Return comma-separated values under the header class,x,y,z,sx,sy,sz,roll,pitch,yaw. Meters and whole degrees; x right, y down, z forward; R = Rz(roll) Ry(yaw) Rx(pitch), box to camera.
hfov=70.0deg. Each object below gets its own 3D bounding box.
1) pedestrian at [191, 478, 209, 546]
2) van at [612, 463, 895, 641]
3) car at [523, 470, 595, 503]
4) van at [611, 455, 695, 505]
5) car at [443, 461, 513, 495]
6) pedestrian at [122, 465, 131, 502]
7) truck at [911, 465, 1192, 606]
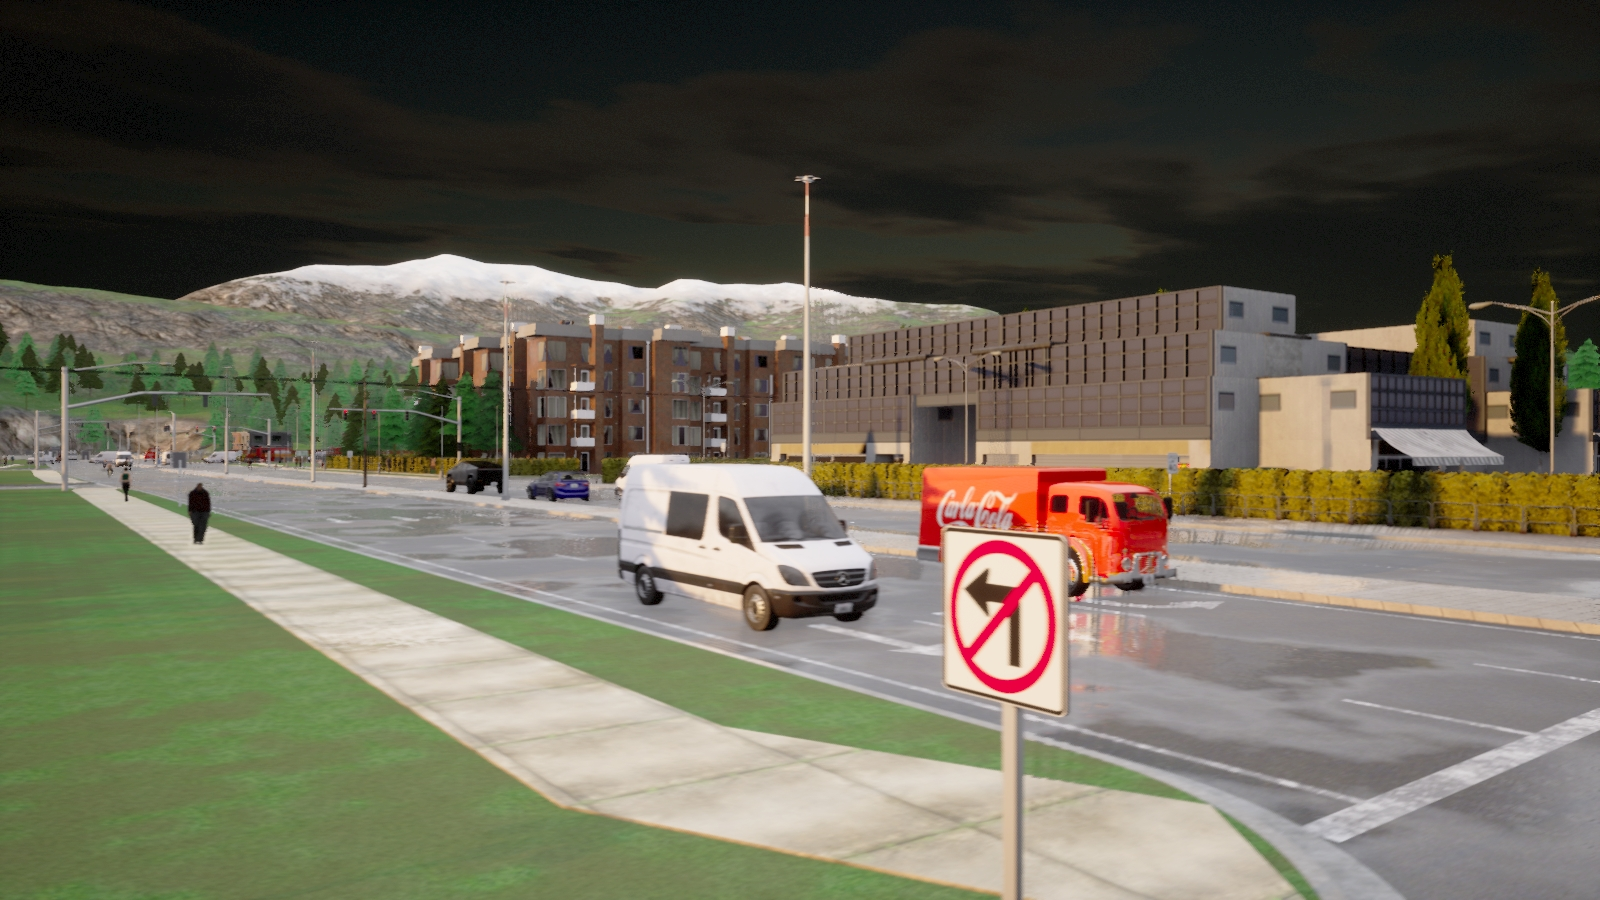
class,x,y,z,sx,sy,sz,roll,pitch,yaw
pedestrian,-16.596,1.698,31.600,0.375,1.860,0.375,0,0,-35
van,-1.033,1.539,19.843,1.988,2.561,5.915,0,0,-36
car,-13.405,1.978,63.365,2.242,1.667,4.611,0,0,-35
van,-8.029,1.545,61.781,1.988,2.561,5.915,0,0,-35
car,-20.926,1.763,74.068,2.390,2.098,6.274,0,0,-35
pedestrian,-34.044,1.699,57.727,0.375,1.860,0.375,0,0,-35
truck,4.994,1.575,23.450,2.627,2.467,5.204,0,0,-36
